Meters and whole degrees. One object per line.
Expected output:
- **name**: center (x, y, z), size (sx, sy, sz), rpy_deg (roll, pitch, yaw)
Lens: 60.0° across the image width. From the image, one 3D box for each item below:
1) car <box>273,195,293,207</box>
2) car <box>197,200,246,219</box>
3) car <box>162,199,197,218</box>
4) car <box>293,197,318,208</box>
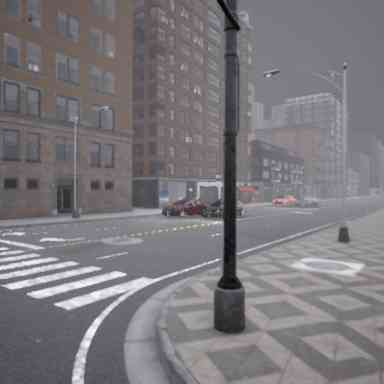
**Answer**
- **car**: center (13.160, 1.210, 47.260), size (2.097, 1.767, 4.553), rpy_deg (1, 0, 36)
- **car**: center (2.779, 1.389, 27.488), size (1.837, 1.490, 4.892), rpy_deg (1, 0, 36)
- **car**: center (-0.487, 1.339, 28.517), size (1.882, 1.535, 5.008), rpy_deg (1, 0, 36)
- **car**: center (15.901, 1.409, 45.501), size (1.812, 1.442, 4.674), rpy_deg (1, 0, 36)
